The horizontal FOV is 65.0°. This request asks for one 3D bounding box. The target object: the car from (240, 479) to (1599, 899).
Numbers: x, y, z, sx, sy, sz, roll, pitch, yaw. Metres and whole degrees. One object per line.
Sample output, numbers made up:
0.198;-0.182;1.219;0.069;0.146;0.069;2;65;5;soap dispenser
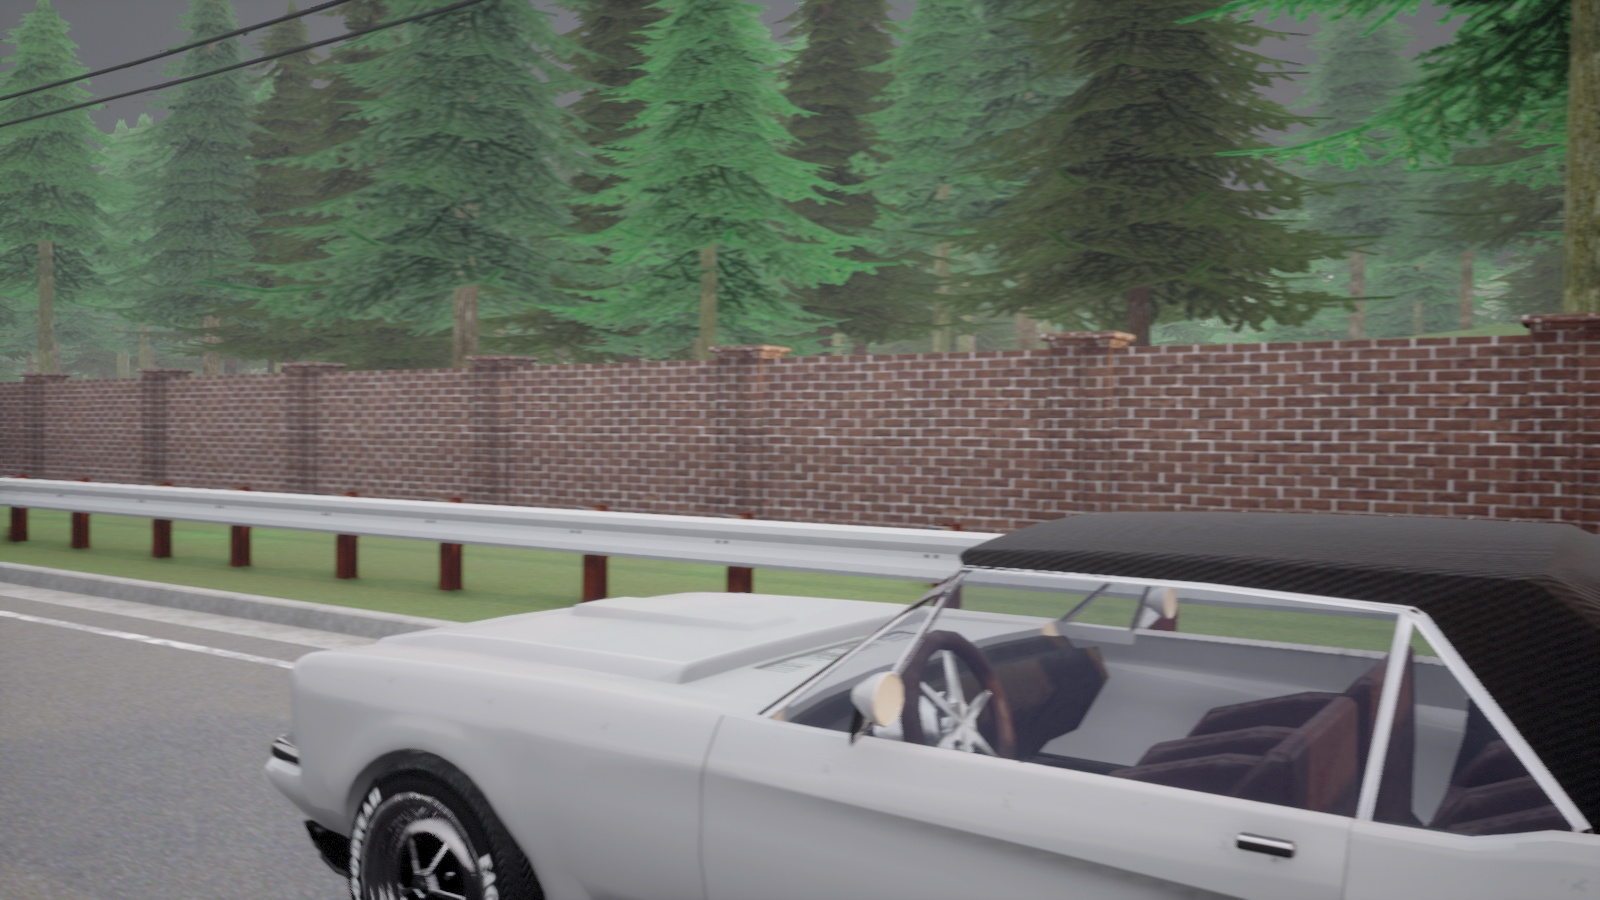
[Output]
0.925;0.782;3.011;4.718;1.301;1.895;0;1;34;car
